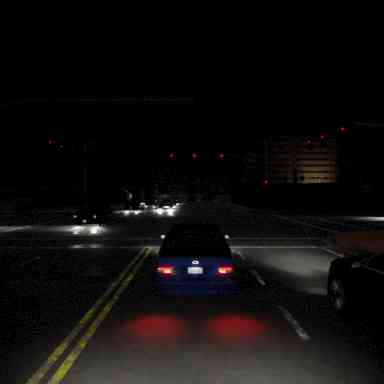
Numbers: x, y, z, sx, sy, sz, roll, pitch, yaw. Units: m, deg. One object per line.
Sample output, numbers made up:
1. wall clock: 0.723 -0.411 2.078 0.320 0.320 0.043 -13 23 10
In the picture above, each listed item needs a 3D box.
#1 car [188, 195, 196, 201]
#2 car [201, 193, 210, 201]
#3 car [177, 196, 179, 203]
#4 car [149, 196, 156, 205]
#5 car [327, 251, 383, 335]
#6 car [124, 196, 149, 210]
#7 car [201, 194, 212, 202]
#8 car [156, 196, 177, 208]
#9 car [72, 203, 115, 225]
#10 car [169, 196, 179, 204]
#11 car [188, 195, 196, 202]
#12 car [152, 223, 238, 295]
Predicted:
1. car: -0.082 1.425 84.656 1.994 1.385 4.181 0 0 0
2. car: 3.418 1.228 84.631 2.097 1.767 4.553 0 0 0
3. car: -3.639 1.491 56.893 2.128 1.511 4.902 0 0 0
4. car: -7.137 1.506 57.803 1.837 1.490 4.892 0 0 0
5. car: 3.558 1.491 4.640 2.128 1.511 4.902 0 0 0
6. car: -7.182 1.547 42.326 2.033 1.411 5.357 0 0 2
7. car: 3.428 1.344 74.675 2.097 1.767 4.553 0 0 0
8. car: -3.645 1.601 47.576 1.895 1.301 4.718 0 0 0
9. car: -7.122 1.547 24.700 2.033 1.411 5.357 0 0 0
10. car: -3.586 1.503 66.936 1.837 1.490 4.892 0 0 0
11. car: -0.072 1.531 74.382 2.033 1.411 5.357 0 0 0
12. car: 0.074 1.547 8.882 2.033 1.411 5.357 0 0 0
